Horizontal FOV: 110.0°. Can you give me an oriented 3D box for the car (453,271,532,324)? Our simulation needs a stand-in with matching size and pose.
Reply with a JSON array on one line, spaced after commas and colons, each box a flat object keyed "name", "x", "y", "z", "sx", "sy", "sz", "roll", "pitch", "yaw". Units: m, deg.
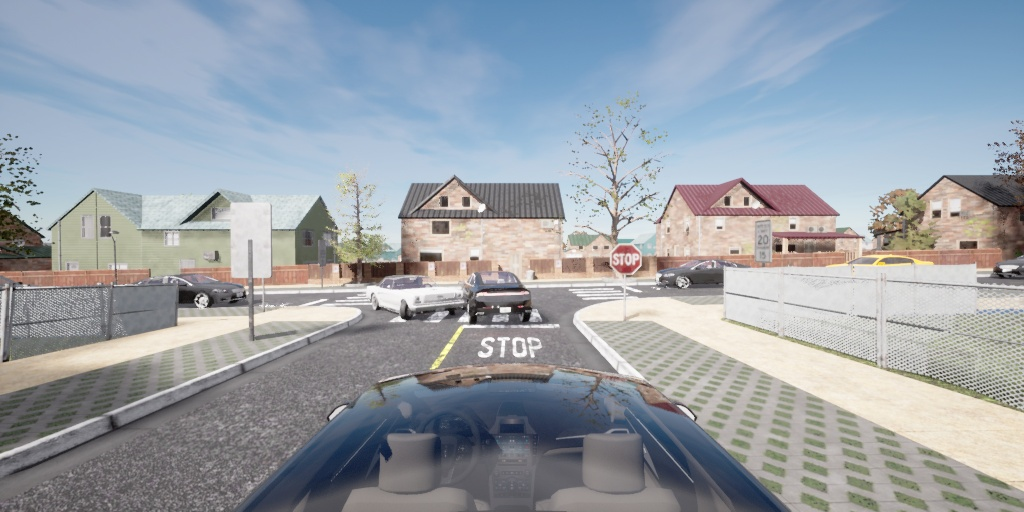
[{"name": "car", "x": -0.685, "y": 1.242, "z": 12.028, "sx": 2.128, "sy": 1.511, "sz": 4.902, "roll": 0, "pitch": 0, "yaw": -12}]

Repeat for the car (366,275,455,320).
[{"name": "car", "x": -3.602, "y": 1.367, "z": 12.887, "sx": 1.895, "sy": 1.301, "sz": 4.718, "roll": 0, "pitch": 0, "yaw": -38}]

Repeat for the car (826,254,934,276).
[{"name": "car", "x": 19.761, "y": 0.689, "z": 19.474, "sx": 5.008, "sy": 1.535, "sz": 1.882, "roll": -1, "pitch": 1, "yaw": -1}]

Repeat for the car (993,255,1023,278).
[{"name": "car", "x": 29.386, "y": 0.477, "z": 19.511, "sx": 4.902, "sy": 1.511, "sz": 2.128, "roll": -1, "pitch": 1, "yaw": 0}]

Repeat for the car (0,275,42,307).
[{"name": "car", "x": -24.239, "y": 1.647, "z": 16.342, "sx": 4.553, "sy": 1.767, "sz": 2.097, "roll": -1, "pitch": 1, "yaw": 0}]

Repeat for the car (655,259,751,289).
[{"name": "car", "x": 10.331, "y": 0.925, "z": 19.437, "sx": 4.902, "sy": 1.511, "sz": 2.128, "roll": -1, "pitch": 1, "yaw": 0}]

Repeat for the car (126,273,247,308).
[{"name": "car", "x": -14.902, "y": 1.566, "z": 16.383, "sx": 4.902, "sy": 1.511, "sz": 2.128, "roll": -1, "pitch": 1, "yaw": 0}]
